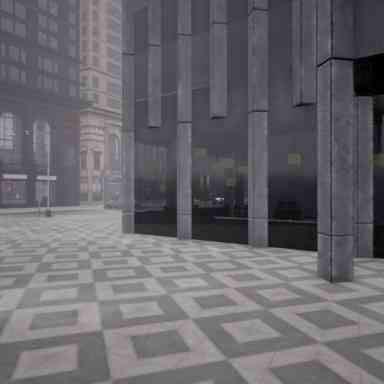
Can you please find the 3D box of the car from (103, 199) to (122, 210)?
[{"bbox_3d":[-9.057,1.643,43.853,2.033,1.411,5.357,0,0,35],"label":"car"}]
